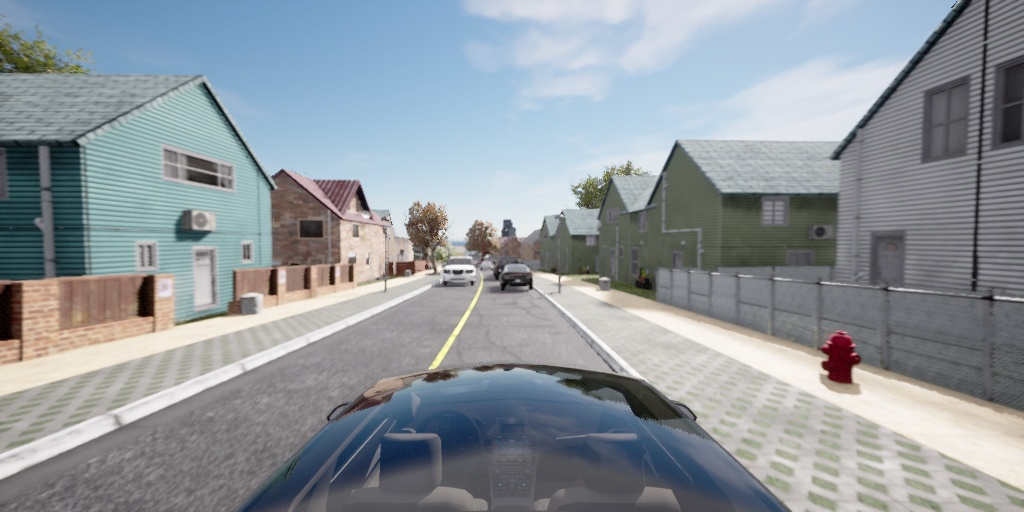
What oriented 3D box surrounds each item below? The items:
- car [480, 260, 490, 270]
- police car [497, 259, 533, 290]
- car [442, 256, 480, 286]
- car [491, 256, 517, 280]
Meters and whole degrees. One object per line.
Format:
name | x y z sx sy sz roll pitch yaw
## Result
car | -4.058 1.516 57.174 1.812 1.442 4.674 0 0 -9
police car | 0.206 1.200 22.832 1.930 1.638 5.238 0 0 -3
car | -3.703 1.023 26.036 2.150 2.045 5.566 0 0 -4
car | -0.489 1.042 32.792 2.150 2.045 5.566 0 0 -5
